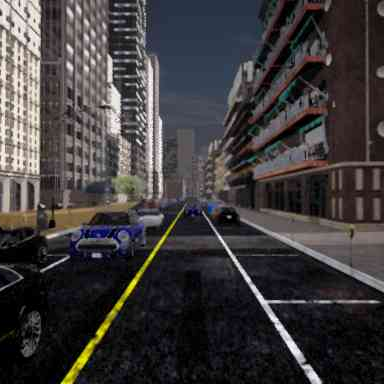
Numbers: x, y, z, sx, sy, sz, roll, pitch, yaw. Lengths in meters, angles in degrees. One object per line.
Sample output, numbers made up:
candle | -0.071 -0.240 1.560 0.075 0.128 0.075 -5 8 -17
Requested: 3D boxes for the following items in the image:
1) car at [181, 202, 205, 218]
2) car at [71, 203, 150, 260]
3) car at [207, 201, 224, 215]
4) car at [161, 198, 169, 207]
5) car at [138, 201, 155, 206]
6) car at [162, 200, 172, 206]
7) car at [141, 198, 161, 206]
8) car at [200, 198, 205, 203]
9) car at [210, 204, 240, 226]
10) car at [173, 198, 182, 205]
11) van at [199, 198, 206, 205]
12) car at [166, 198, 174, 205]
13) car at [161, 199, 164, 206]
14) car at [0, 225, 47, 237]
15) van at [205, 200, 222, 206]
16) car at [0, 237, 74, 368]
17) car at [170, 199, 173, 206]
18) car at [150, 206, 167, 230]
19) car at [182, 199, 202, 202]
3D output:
car | 0.095 1.988 34.199 1.895 1.301 4.718 0 -1 0
car | -3.098 1.499 13.068 2.097 1.767 4.553 0 -1 0
car | 2.684 1.884 31.794 1.752 1.417 4.829 0 -1 0
car | -5.701 2.238 59.235 2.008 1.369 4.403 0 -1 0
car | -5.698 1.987 37.146 1.947 1.339 4.313 0 -1 0
car | -5.704 2.457 75.802 1.947 1.339 4.313 0 -1 0
car | -5.699 1.801 42.670 2.192 1.841 5.009 0 -1 0
car | 2.677 2.442 75.804 2.008 1.369 4.403 0 -1 0
car | 2.685 1.859 26.101 1.947 1.339 4.313 0 -1 0
car | -3.011 2.086 75.643 1.882 1.535 5.008 0 -1 0
van | 2.674 2.373 86.851 1.690 1.788 3.998 0 -1 0
car | -5.706 2.471 86.850 1.967 1.590 4.097 0 -1 0
car | -5.700 2.103 48.191 2.008 1.369 4.403 0 -1 0
car | -5.693 1.673 9.533 1.947 1.339 4.313 0 -1 0
van | 2.683 1.762 37.149 1.690 1.788 3.998 0 -1 0
car | -3.100 1.528 3.182 2.128 1.511 4.902 0 -1 0
car | -5.703 2.367 70.280 1.887 1.381 4.507 0 -1 0
car | -3.084 1.860 23.136 1.895 1.301 4.718 0 -1 0
car | 0.012 2.088 45.756 1.994 1.385 4.181 0 -1 1
